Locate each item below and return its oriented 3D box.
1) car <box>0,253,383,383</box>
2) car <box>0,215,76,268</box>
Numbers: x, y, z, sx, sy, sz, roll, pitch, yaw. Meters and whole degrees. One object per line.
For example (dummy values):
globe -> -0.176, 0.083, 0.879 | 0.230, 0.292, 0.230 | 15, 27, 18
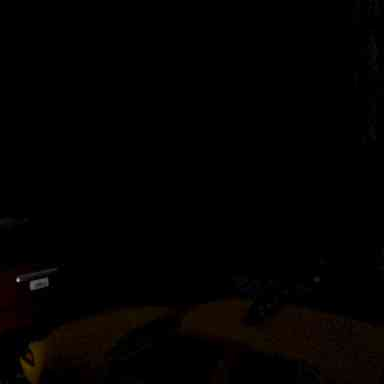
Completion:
car -> 0.370, 1.533, 2.809 | 4.829, 1.417, 1.752 | 0, 0, 36
car -> -4.036, 1.360, 5.960 | 5.009, 1.841, 2.192 | 0, 0, 36
